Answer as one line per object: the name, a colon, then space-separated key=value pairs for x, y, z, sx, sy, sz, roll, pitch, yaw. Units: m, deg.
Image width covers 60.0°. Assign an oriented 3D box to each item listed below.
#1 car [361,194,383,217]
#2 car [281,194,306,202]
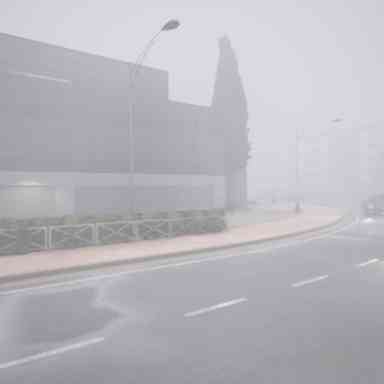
car: x=14.582 y=1.012 z=26.067 sx=2.097 sy=1.767 sz=4.553 roll=-1 pitch=0 yaw=22
car: x=17.773 y=0.989 z=58.366 sx=1.895 sy=1.301 sz=4.718 roll=-1 pitch=0 yaw=-24
